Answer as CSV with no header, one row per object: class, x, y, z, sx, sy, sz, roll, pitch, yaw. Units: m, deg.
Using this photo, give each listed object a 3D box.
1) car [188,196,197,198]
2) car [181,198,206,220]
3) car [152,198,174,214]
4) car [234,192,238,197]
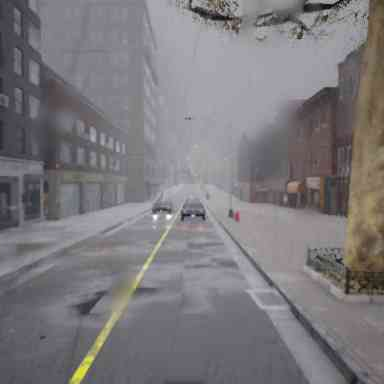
car,0.092,1.240,43.400,1.994,1.385,4.181,0,1,0
car,0.089,1.451,26.697,1.895,1.301,4.718,0,0,0
car,-2.774,1.338,32.868,2.033,1.411,5.357,0,1,1
car,12.716,0.433,80.803,5.009,1.841,2.192,1,1,0
